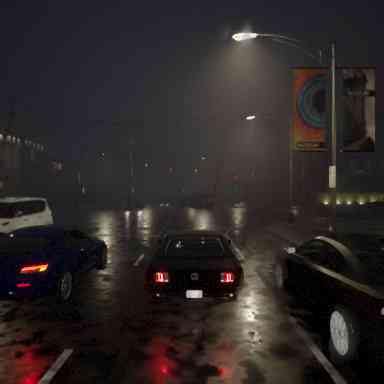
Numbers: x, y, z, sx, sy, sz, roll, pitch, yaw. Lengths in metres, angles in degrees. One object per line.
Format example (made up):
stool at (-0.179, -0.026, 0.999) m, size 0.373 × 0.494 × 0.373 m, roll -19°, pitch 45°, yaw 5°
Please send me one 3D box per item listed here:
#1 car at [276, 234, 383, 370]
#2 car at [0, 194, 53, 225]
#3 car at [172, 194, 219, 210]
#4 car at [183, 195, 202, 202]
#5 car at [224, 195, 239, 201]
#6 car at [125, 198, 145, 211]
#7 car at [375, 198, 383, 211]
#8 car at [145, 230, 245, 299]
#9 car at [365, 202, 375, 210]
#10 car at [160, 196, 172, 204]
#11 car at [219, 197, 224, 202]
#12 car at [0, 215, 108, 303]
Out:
car at (2.904, 1.480, 5.910) m, size 2.097 × 1.535 × 5.008 m, roll 0°, pitch 0°, yaw 0°
car at (-7.103, 1.221, 12.292) m, size 2.150 × 2.045 × 5.566 m, roll 0°, pitch 0°, yaw 0°
car at (0.377, 1.221, 42.651) m, size 2.150 × 2.045 × 5.566 m, roll -1°, pitch 0°, yaw -41°
car at (0.132, 1.478, 74.302) m, size 1.882 × 1.535 × 5.008 m, roll 0°, pitch 0°, yaw 33°
car at (9.650, 1.540, 84.710) m, size 5.357 × 1.411 × 2.033 m, roll 0°, pitch 0°, yaw -40°
car at (-7.026, 1.525, 41.611) m, size 1.812 × 1.442 × 4.674 m, roll 0°, pitch 0°, yaw 1°
car at (23.386, 1.505, 36.635) m, size 4.892 × 1.490 × 1.837 m, roll 0°, pitch 0°, yaw 0°
car at (0.069, 1.601, 8.375) m, size 1.895 × 1.301 × 4.718 m, roll 0°, pitch 0°, yaw 1°
car at (23.494, 1.491, 40.136) m, size 4.902 × 1.511 × 2.128 m, roll 0°, pitch 0°, yaw 0°
car at (-4.451, 1.547, 64.673) m, size 2.033 × 1.411 × 5.357 m, roll 0°, pitch 0°, yaw 20°
car at (4.603, 1.524, 74.592) m, size 1.812 × 1.442 × 4.674 m, roll 0°, pitch 0°, yaw 36°
car at (-3.434, 1.526, 8.052) m, size 1.812 × 1.442 × 4.674 m, roll 0°, pitch 0°, yaw 0°
